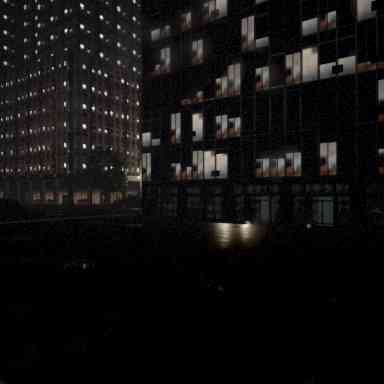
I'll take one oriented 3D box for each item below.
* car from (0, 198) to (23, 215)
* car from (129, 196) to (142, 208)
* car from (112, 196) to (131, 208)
[{"bbox_3d":[-19.136,1.437,32.531,2.097,1.767,4.553,0,0,35],"label":"car"},{"bbox_3d":[-6.946,1.735,50.192,1.994,1.385,4.181,0,0,35],"label":"car"},{"bbox_3d":[-9.763,1.492,50.714,2.192,1.841,5.009,-1,-1,35],"label":"car"}]
